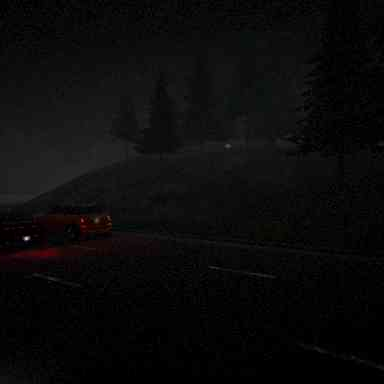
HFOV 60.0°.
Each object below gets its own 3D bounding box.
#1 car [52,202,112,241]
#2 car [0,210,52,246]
[{"bbox_3d":[-6.212,1.366,16.898,4.553,1.767,2.097,0,0,36],"label":"car"},{"bbox_3d":[-8.269,1.517,14.066,4.892,1.490,1.837,0,0,36],"label":"car"}]
